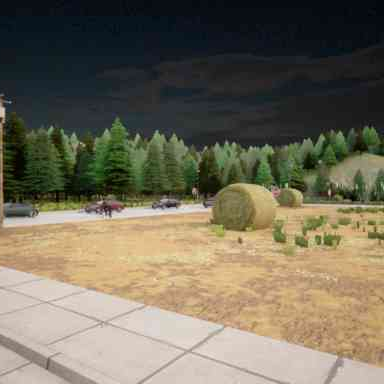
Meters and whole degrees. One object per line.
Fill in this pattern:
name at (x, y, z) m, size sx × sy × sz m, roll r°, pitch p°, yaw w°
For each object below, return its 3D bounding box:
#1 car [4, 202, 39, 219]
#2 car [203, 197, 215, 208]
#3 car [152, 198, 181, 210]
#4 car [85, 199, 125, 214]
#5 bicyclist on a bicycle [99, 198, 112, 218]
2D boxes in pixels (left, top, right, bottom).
car at (-15.382, 1.591, 28.356) m, size 1.994 × 1.385 × 4.181 m, roll 0°, pitch 0°, yaw 36°
car at (3.489, 1.518, 47.795) m, size 2.128 × 1.511 × 4.902 m, roll 0°, pitch 0°, yaw 37°
car at (-3.386, 1.552, 44.573) m, size 1.812 × 1.442 × 4.674 m, roll 0°, pitch 0°, yaw 37°
car at (-9.468, 1.552, 36.347) m, size 1.812 × 1.442 × 4.674 m, roll 0°, pitch 0°, yaw 36°
bicyclist on a bicycle at (-7.049, 1.327, 27.042) m, size 1.656 × 1.620 × 0.582 m, roll 0°, pitch 0°, yaw 36°
